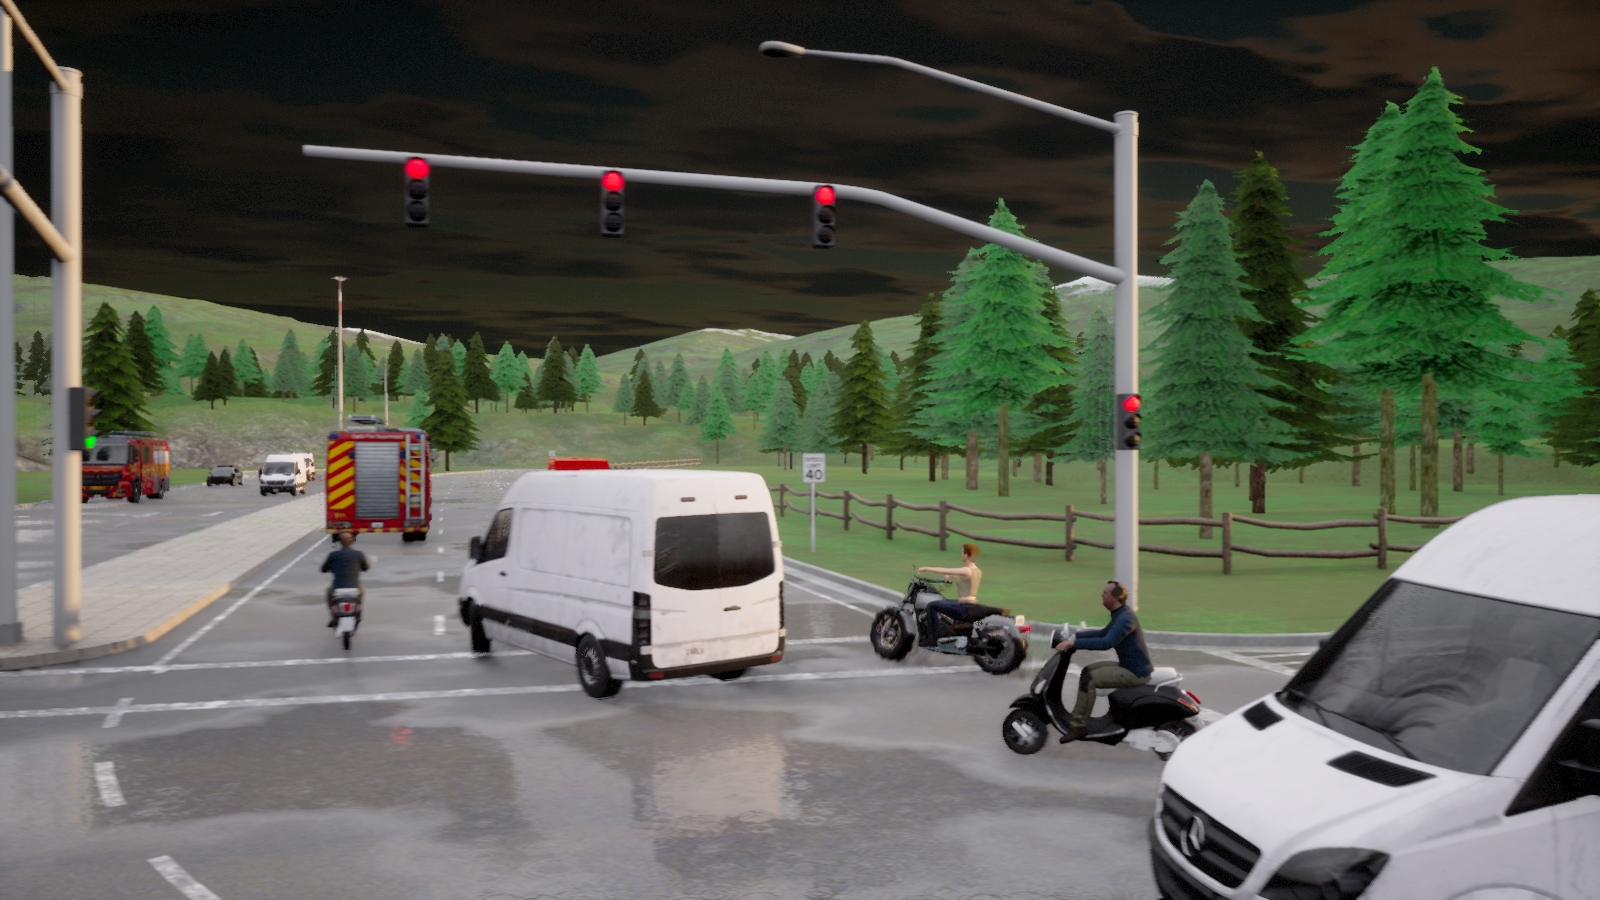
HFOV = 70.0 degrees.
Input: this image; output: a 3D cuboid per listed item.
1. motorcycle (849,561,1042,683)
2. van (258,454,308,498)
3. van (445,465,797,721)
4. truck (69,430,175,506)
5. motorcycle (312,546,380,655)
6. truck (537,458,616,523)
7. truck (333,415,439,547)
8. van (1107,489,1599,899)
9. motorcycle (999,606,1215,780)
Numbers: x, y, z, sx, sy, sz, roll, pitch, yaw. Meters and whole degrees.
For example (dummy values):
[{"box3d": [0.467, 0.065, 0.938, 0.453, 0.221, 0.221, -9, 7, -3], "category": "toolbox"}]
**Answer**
[{"box3d": [1.828, 2.151, 14.639, 2.356, 1.307, 0.764, 0, -5, 39], "category": "motorcycle"}, {"box3d": [-32.003, 1.536, 70.832, 1.988, 2.561, 5.915, 0, 0, -16], "category": "van"}, {"box3d": [-2.602, 1.533, 14.860, 1.988, 2.561, 5.915, -1, 0, -37], "category": "van"}, {"box3d": [-36.449, 0.895, 61.794, 2.891, 3.827, 8.468, 0, 0, -16], "category": "truck"}, {"box3d": [-6.622, 2.141, 16.612, 0.856, 1.316, 1.805, 0, 0, -23], "category": "motorcycle"}, {"box3d": [-9.241, 1.564, 46.894, 2.627, 2.467, 5.204, 0, 0, -18], "category": "truck"}, {"box3d": [-13.393, 0.890, 37.556, 2.891, 3.827, 8.468, 0, 0, -17], "category": "truck"}, {"box3d": [4.874, 1.532, 6.114, 5.915, 2.561, 1.988, 0, 0, -6], "category": "van"}, {"box3d": [2.732, 2.139, 10.287, 1.805, 1.316, 0.856, 0, -1, 14], "category": "motorcycle"}]
